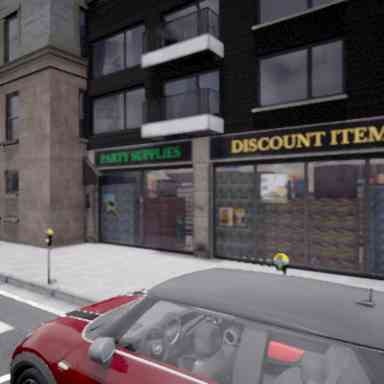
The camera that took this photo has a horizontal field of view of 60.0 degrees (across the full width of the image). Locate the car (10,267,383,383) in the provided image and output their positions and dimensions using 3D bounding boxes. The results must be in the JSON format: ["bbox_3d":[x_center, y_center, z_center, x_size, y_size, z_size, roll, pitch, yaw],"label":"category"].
[{"bbox_3d":[0.136,1.447,2.981,4.097,1.590,1.967,0,0,35],"label":"car"}]
